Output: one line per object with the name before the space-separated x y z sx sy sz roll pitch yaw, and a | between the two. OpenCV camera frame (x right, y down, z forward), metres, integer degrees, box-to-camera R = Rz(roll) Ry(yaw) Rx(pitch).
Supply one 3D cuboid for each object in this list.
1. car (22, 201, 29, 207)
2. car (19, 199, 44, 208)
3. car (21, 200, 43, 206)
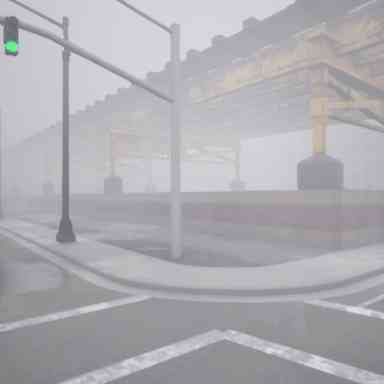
car | -28.289 2.211 61.032 4.974 1.542 2.038 0 -1 16
car | -31.111 2.261 64.674 2.038 1.542 4.974 0 -1 6
car | -31.107 2.104 64.727 1.853 1.218 4.536 0 -1 6
